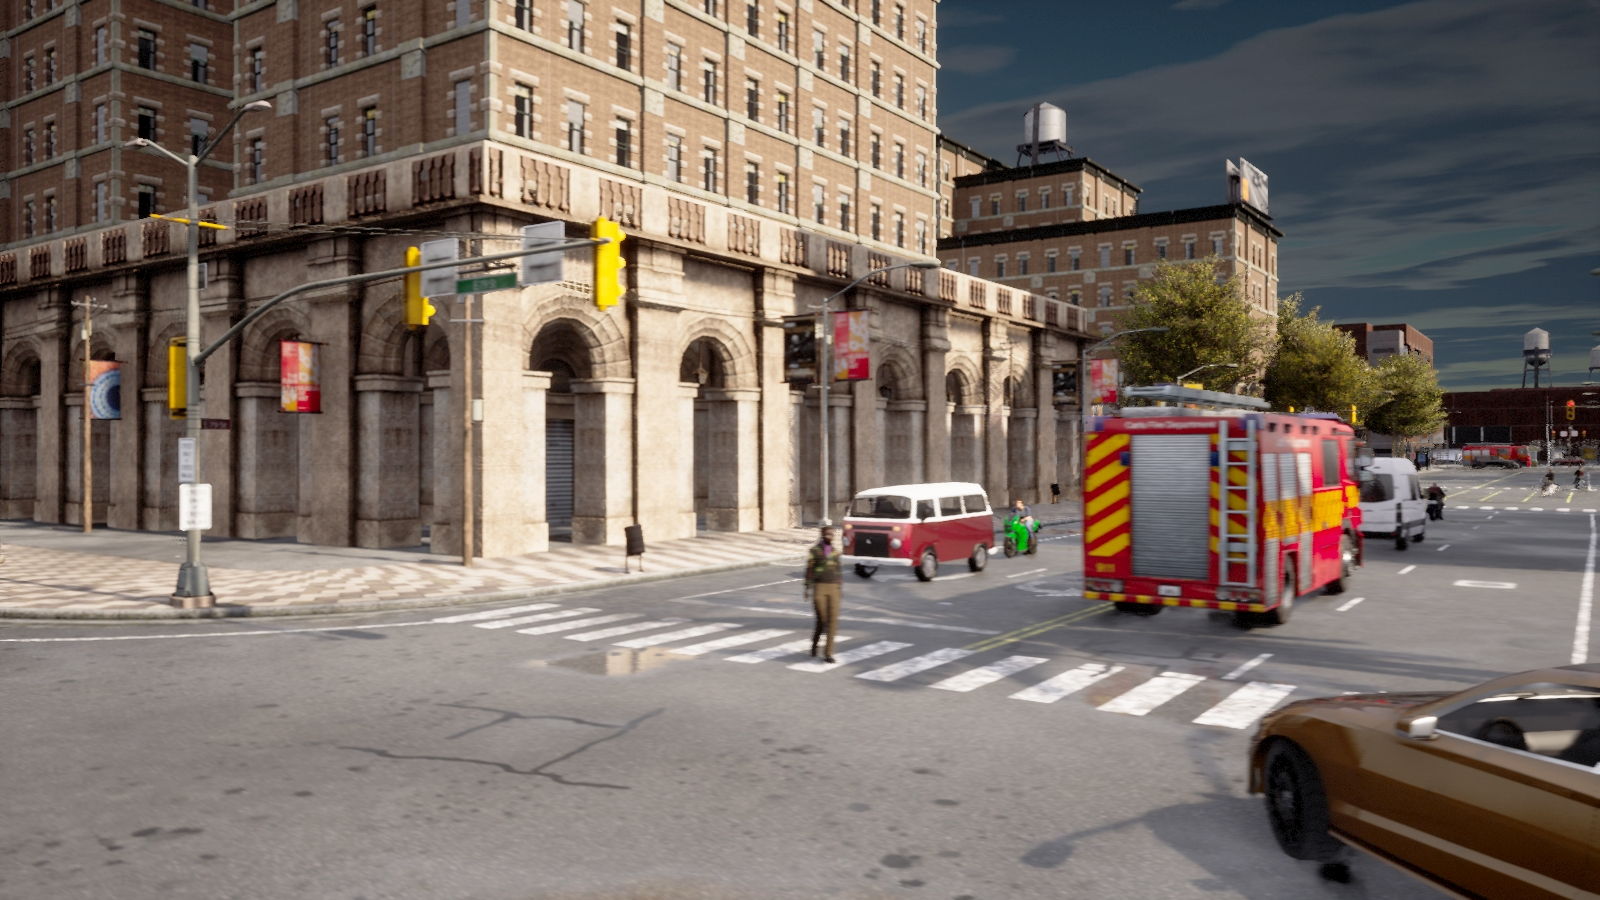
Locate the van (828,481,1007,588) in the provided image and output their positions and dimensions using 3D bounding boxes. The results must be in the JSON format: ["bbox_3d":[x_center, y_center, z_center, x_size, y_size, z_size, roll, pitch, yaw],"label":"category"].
[{"bbox_3d":[2.727,1.785,25.648,2.069,2.038,4.480,0,0,35],"label":"van"}]

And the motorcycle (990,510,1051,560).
[{"bbox_3d":[5.812,2.215,29.997,0.803,1.145,2.033,0,0,35],"label":"motorcycle"}]

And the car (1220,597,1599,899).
[{"bbox_3d":[4.700,1.993,6.361,2.152,1.651,5.027,0,0,-11],"label":"car"}]

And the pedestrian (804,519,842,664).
[{"bbox_3d":[0.302,1.850,15.095,0.375,1.860,0.375,0,0,-22],"label":"pedestrian"}]

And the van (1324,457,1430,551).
[{"bbox_3d":[17.469,1.532,34.416,1.988,2.561,5.915,0,-1,35],"label":"van"}]

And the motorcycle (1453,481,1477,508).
[{"bbox_3d":[33.349,2.207,57.311,0.867,1.251,2.209,0,0,35],"label":"motorcycle"}]

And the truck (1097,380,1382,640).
[{"bbox_3d":[8.448,0.891,21.121,2.891,3.827,8.468,0,0,35],"label":"truck"}]
